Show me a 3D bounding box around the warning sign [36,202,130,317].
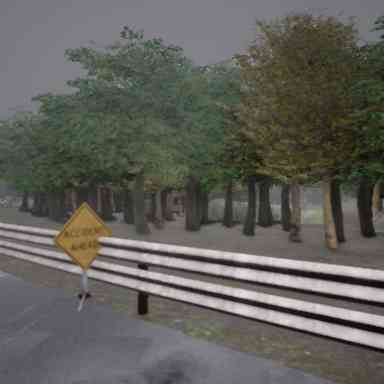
[{"bbox_3d":[-2.058,1.137,6.350,1.060,1.860,1.300,-1,0,38],"label":"warning sign"}]
